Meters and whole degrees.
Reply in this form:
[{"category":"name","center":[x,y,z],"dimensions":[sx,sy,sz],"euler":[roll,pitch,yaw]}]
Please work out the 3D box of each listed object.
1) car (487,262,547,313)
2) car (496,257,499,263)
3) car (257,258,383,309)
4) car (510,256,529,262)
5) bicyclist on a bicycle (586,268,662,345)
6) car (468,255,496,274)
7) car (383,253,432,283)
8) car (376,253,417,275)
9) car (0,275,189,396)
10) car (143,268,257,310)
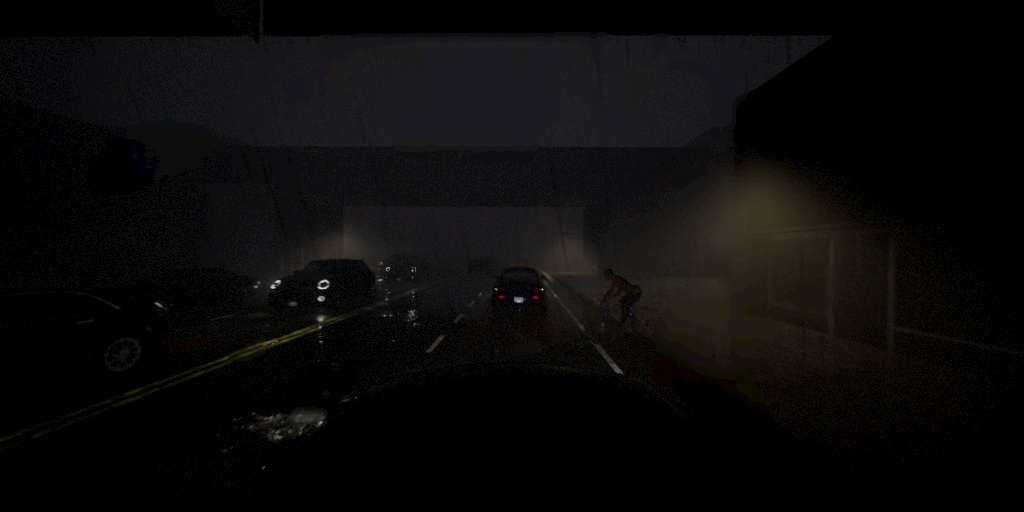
[{"category":"car","center":[0.271,1.132,13.197],"dimensions":[1.812,1.442,4.674],"euler":[0,1,1]},{"category":"car","center":[-2.633,0.676,45.049],"dimensions":[2.128,1.511,4.902],"euler":[0,1,1]},{"category":"car","center":[-6.897,0.905,13.590],"dimensions":[2.097,1.767,4.553],"euler":[0,1,1]},{"category":"car","center":[0.825,0.757,39.338],"dimensions":[1.882,1.535,5.008],"euler":[0,0,2]},{"category":"bicyclist on a bicycle","center":[2.334,1.058,7.696],"dimensions":[1.656,1.620,0.582],"euler":[-9,1,1]},{"category":"car","center":[-2.838,0.816,32.754],"dimensions":[1.882,1.535,5.008],"euler":[0,1,1]},{"category":"car","center":[-6.719,0.780,23.554],"dimensions":[2.097,1.767,4.553],"euler":[0,1,0]},{"category":"car","center":[-10.014,0.657,31.517],"dimensions":[2.097,1.767,4.553],"euler":[0,1,2]},{"category":"car","center":[-7.077,1.175,4.306],"dimensions":[1.837,1.490,4.892],"euler":[0,0,1]},{"category":"car","center":[-10.444,1.105,11.329],"dimensions":[2.033,1.411,5.357],"euler":[0,1,1]}]
